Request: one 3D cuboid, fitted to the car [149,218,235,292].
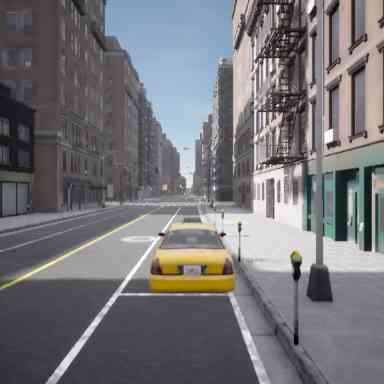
[{"bbox_3d":[0.004,1.447,8.840,1.801,1.575,5.366,0,0,0],"label":"car"}]
